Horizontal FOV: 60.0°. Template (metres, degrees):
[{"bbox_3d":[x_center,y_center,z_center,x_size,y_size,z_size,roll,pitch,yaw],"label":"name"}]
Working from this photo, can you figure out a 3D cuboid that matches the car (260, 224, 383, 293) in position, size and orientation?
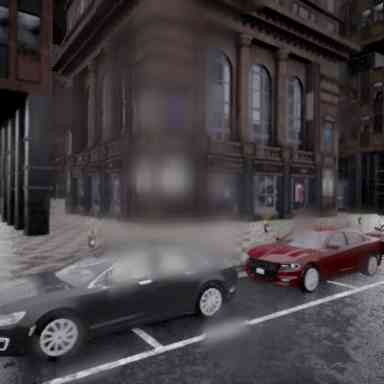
[{"bbox_3d":[3.433,1.625,9.086,4.507,1.381,1.887,1,0,-35],"label":"car"}]

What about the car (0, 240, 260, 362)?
[{"bbox_3d":[-1.140,1.575,5.832,4.403,1.369,2.008,1,0,-35],"label":"car"}]
